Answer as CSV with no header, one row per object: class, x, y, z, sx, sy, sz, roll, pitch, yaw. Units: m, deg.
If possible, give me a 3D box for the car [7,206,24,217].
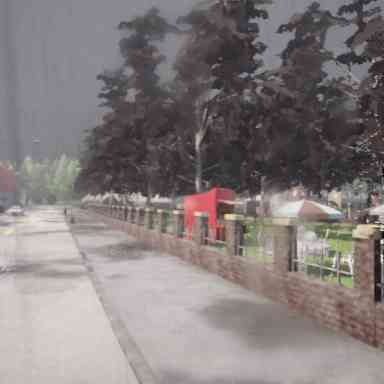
car,-24.624,2.702,46.585,1.812,1.442,4.674,2,-2,-22
